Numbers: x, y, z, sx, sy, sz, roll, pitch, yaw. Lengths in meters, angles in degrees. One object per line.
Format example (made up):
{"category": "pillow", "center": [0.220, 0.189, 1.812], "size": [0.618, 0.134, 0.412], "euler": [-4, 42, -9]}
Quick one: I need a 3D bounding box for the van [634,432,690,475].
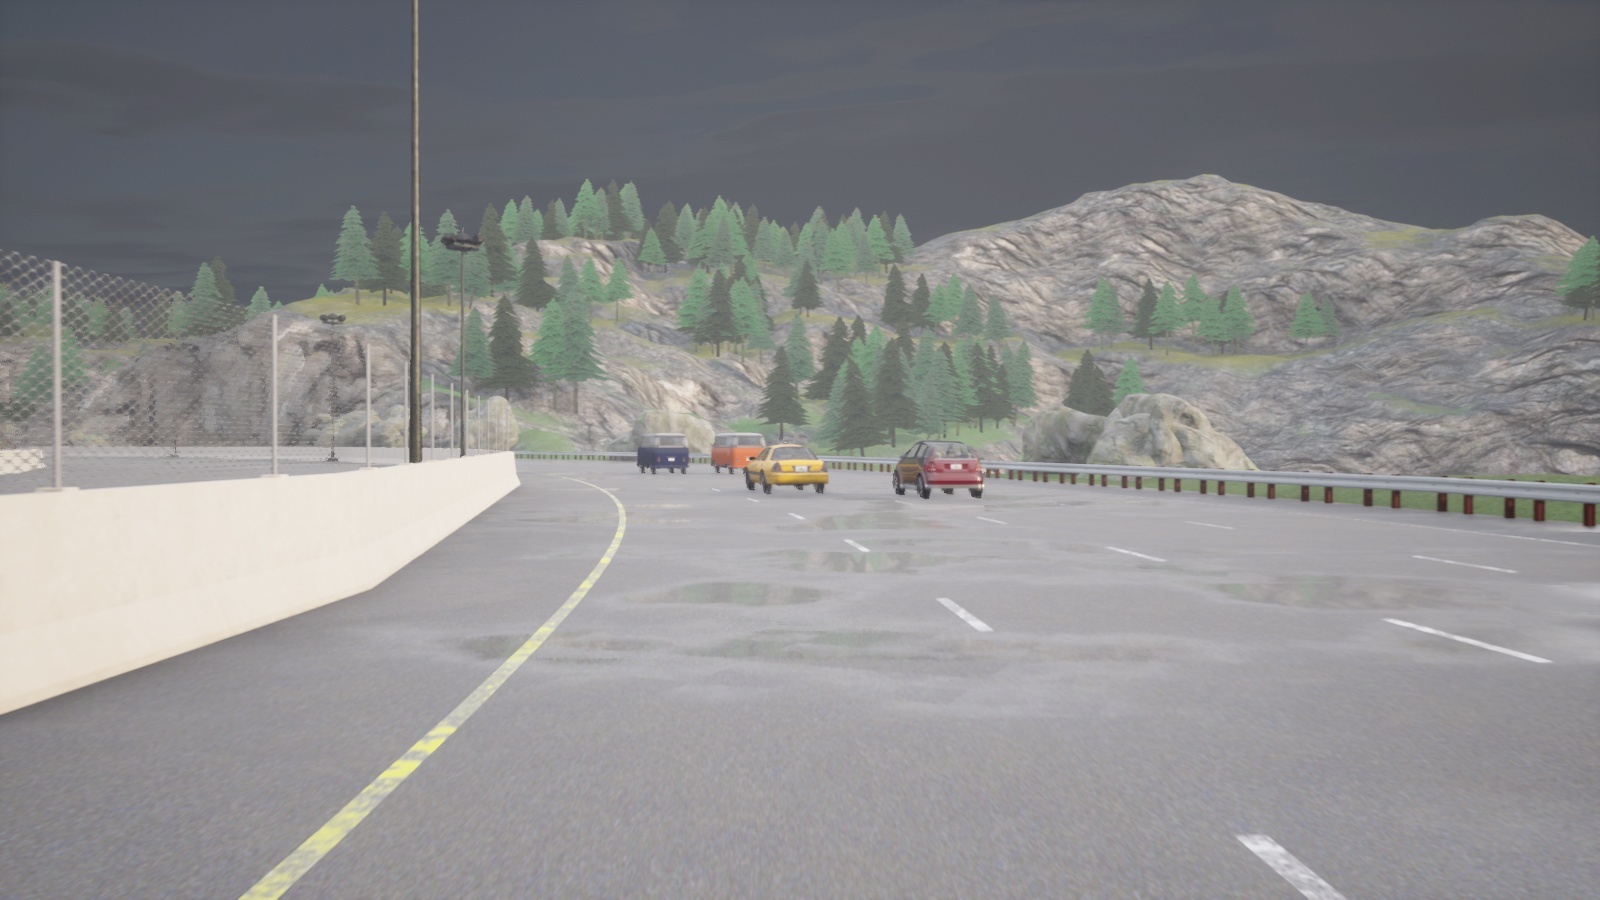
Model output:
{"category": "van", "center": [-6.696, 0.155, 60.519], "size": [1.775, 1.987, 4.442], "euler": [0, 0, -19]}

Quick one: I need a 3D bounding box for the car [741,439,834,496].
{"category": "car", "center": [-0.469, 0.471, 37.927], "size": [1.801, 1.575, 5.366], "euler": [0, 0, -12]}

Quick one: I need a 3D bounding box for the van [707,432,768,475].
{"category": "van", "center": [-3.064, 0.156, 60.709], "size": [1.775, 1.987, 4.442], "euler": [0, 0, -18]}

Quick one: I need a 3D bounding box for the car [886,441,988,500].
{"category": "car", "center": [3.729, 0.531, 34.743], "size": [1.789, 1.549, 3.705], "euler": [0, 0, -11]}
